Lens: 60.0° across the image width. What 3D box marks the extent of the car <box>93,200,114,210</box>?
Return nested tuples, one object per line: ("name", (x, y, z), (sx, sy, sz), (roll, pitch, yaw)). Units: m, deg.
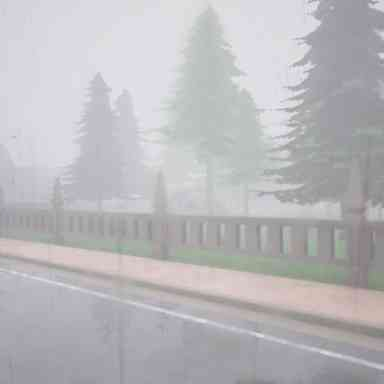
("car", (-13.300, 1.961, 51.370), (1.837, 1.490, 4.892), (-1, -1, 36))
